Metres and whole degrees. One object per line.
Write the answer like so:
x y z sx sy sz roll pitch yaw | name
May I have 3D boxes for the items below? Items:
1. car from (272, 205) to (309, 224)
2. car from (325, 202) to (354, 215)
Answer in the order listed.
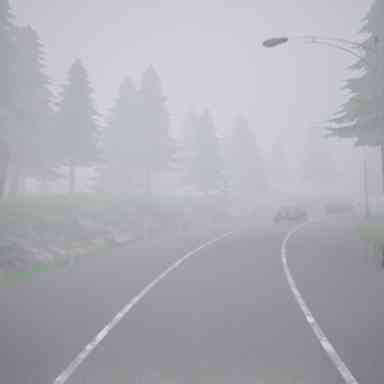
8.171 1.793 27.391 2.033 1.411 5.357 -4 -2 30 | car
17.069 1.887 38.494 4.902 1.511 2.128 1 -5 -45 | car
